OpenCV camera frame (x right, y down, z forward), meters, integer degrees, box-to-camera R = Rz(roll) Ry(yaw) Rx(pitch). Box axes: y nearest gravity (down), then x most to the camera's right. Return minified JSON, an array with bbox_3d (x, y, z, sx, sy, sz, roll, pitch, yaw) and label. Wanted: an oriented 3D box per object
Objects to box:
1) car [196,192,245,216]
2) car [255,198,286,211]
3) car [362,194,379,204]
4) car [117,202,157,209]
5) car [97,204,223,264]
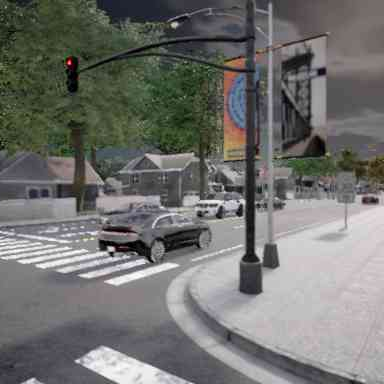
[{"bbox_3d":[2.465,1.027,28.001,2.150,2.045,5.566,0,0,36],"label":"car"},{"bbox_3d":[8.511,1.330,36.332,1.895,1.301,4.718,0,0,36],"label":"car"},{"bbox_3d":[27.299,1.051,50.891,1.882,1.535,5.008,0,0,35],"label":"car"},{"bbox_3d":[-3.371,1.371,19.952,2.128,1.511,4.902,0,0,34],"label":"car"},{"bbox_3d":[-1.067,1.413,11.706,2.128,1.511,4.902,0,0,32],"label":"car"}]
